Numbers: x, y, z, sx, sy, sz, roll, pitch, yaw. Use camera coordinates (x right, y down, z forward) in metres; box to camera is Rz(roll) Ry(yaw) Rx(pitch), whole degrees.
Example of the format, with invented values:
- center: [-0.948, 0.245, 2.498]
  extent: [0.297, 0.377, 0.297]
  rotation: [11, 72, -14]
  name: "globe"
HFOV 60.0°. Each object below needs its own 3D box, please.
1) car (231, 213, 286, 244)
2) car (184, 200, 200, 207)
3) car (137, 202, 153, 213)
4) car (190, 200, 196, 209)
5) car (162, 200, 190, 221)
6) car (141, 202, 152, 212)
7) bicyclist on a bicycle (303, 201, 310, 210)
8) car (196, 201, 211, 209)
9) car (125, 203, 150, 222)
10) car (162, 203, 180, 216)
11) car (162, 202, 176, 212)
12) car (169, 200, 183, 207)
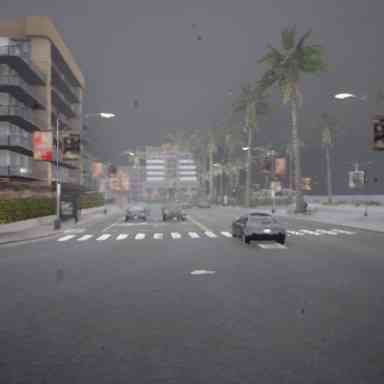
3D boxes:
- center: [3.292, 1.774, 17.128]
  extent: [1.994, 1.385, 4.181]
  rotation: [-1, -1, -4]
  name: "car"
- center: [-0.048, 2.443, 71.647]
  extent: [2.128, 1.511, 4.902]
  rotation: [0, -1, -18]
  name: "car"
- center: [-7.185, 2.294, 51.178]
  extent: [2.128, 1.511, 4.902]
  rotation: [-1, -1, -6]
  name: "car"
- center: [-1.157, 2.437, 60.951]
  extent: [1.994, 1.385, 4.181]
  rotation: [0, -1, -10]
  name: "car"
- center: [-1.722, 1.825, 31.925]
  extent: [2.097, 1.767, 4.553]
  rotation: [-1, -1, -6]
  name: "car"
- center: [-6.149, 2.127, 41.010]
  extent: [1.882, 1.535, 5.008]
  rotation: [-1, -1, -6]
  name: "car"
- center: [12.339, 1.686, 36.806]
  extent: [1.656, 1.620, 0.582]
  rotation: [-1, -1, -6]
  name: "bicyclist on a bicycle"
- center: [2.210, 2.415, 62.051]
  extent: [1.994, 1.385, 4.181]
  rotation: [0, -1, -10]
  name: "car"
- center: [-5.223, 2.035, 31.748]
  extent: [1.812, 1.442, 4.674]
  rotation: [-1, -1, -6]
  name: "car"
- center: [-2.660, 2.163, 41.346]
  extent: [2.033, 1.411, 5.357]
  rotation: [-1, -1, -6]
  name: "car"
- center: [-3.705, 2.323, 51.954]
  extent: [2.033, 1.411, 5.357]
  rotation: [-1, -1, -6]
  name: "car"
- center: [-3.406, 2.470, 70.661]
  extent: [1.812, 1.442, 4.674]
  rotation: [0, -1, -18]
  name: "car"
